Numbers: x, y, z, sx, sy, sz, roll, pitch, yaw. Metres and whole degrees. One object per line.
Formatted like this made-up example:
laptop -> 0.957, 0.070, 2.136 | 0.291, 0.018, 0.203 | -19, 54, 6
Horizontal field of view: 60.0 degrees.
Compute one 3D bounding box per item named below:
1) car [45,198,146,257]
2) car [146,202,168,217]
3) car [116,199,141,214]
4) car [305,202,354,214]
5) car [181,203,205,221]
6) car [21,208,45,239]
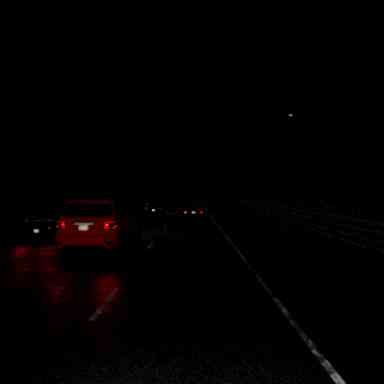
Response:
car -> -3.401, 1.225, 13.107 | 2.150, 2.045, 5.566 | 0, 0, 0
car -> -3.406, 1.583, 31.356 | 1.994, 1.385, 4.181 | 0, 0, 0
car -> -6.909, 1.528, 36.880 | 1.837, 1.490, 4.892 | 0, 0, 0
car -> 13.157, 1.662, 32.286 | 2.033, 1.411, 5.357 | 0, 0, -14
car -> 0.093, 1.563, 27.142 | 2.033, 1.411, 5.357 | 0, 0, 0
car -> -6.906, 1.502, 17.198 | 2.128, 1.511, 4.902 | 0, 0, 0
